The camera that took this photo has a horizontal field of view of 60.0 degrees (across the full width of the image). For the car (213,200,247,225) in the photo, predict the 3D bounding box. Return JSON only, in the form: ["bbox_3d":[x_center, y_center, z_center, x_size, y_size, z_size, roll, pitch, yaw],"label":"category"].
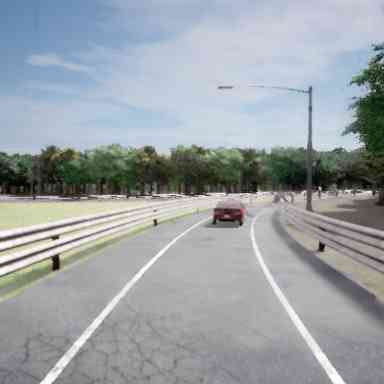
[{"bbox_3d":[2.572,1.247,22.161,1.882,1.535,5.008,0,1,12],"label":"car"}]

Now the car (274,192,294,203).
[{"bbox_3d":[14.488,0.742,52.174,2.097,1.767,4.553,1,1,31],"label":"car"}]
